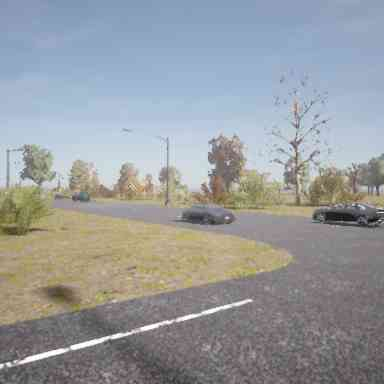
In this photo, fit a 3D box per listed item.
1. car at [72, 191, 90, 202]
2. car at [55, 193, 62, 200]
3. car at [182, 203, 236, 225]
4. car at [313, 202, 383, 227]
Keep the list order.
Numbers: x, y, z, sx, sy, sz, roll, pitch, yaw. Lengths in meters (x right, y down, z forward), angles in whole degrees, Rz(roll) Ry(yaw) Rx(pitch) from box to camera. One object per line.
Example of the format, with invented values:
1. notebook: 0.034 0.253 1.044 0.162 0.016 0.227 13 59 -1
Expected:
1. car: -21.849 0.898 65.427 2.150 2.045 5.566 0 0 -37
2. car: -32.781 1.058 79.887 1.837 1.490 4.892 0 0 -37
3. car: 1.110 1.495 23.456 1.994 1.385 4.181 0 0 -37
4. car: 10.598 1.440 22.505 2.128 1.511 4.902 0 0 -37
